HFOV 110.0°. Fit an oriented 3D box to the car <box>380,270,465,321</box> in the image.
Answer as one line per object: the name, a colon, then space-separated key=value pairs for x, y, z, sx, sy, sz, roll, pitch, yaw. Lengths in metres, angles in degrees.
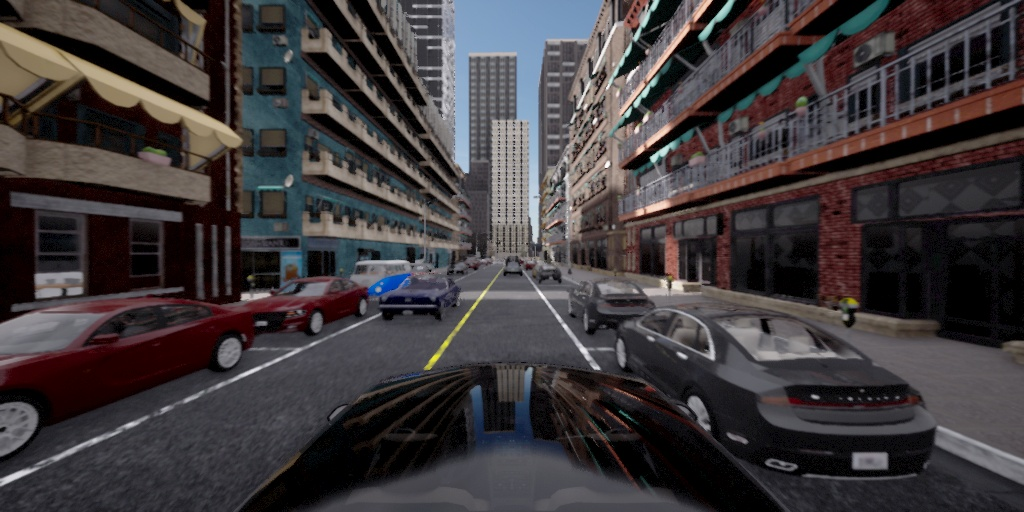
car: x=-3.009 y=1.346 z=12.623 sx=1.895 sy=1.301 sz=4.718 roll=0 pitch=0 yaw=0

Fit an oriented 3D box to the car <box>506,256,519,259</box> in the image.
car: x=0.119 y=0.958 z=50.485 sx=2.150 sy=2.045 sz=5.566 roll=0 pitch=0 yaw=0

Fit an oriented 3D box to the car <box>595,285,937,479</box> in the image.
car: x=2.690 y=1.299 z=4.871 sx=2.007 sy=1.370 sz=4.403 roll=0 pitch=0 yaw=0

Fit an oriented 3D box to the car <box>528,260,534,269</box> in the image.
car: x=2.701 y=1.263 z=32.659 sx=1.751 sy=1.417 sz=4.829 roll=0 pitch=0 yaw=0

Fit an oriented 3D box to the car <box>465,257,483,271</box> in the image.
car: x=-5.674 y=1.049 z=49.075 sx=2.192 sy=1.841 sz=5.009 roll=0 pitch=0 yaw=0

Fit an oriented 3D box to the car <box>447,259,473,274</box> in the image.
car: x=-5.679 y=1.302 z=38.029 sx=1.948 sy=1.339 sz=4.313 roll=0 pitch=0 yaw=0

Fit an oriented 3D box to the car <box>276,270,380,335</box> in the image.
car: x=-5.690 y=1.291 z=10.412 sx=1.888 sy=1.381 sz=4.507 roll=0 pitch=0 yaw=0

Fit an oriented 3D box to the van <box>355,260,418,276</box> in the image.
van: x=-5.687 y=1.084 z=15.935 sx=1.690 sy=1.789 sz=3.998 roll=0 pitch=0 yaw=0

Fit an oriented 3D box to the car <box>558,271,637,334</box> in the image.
car: x=2.692 y=1.296 z=10.395 sx=2.007 sy=1.370 sz=4.403 roll=0 pitch=0 yaw=0

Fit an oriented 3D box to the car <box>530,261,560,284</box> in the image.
car: x=2.698 y=1.290 z=26.965 sx=2.007 sy=1.370 sz=4.403 roll=0 pitch=0 yaw=0

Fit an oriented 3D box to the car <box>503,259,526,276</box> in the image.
car: x=0.110 y=1.301 z=37.013 sx=1.994 sy=1.385 sz=4.181 roll=0 pitch=0 yaw=0

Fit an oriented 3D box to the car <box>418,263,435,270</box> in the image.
car: x=-5.685 y=1.181 z=21.459 sx=1.967 sy=1.591 sz=4.097 roll=0 pitch=0 yaw=0

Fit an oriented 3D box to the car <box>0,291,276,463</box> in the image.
car: x=-5.691 y=1.293 z=4.888 sx=1.888 sy=1.381 sz=4.507 roll=0 pitch=0 yaw=0

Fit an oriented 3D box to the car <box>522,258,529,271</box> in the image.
car: x=2.707 y=1.280 z=49.058 sx=1.888 sy=1.381 sz=4.507 roll=0 pitch=0 yaw=0
